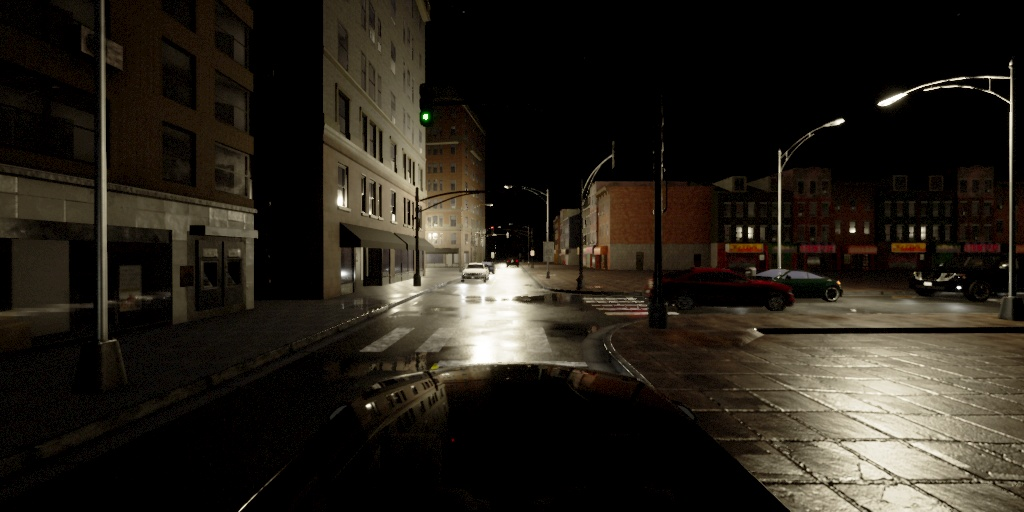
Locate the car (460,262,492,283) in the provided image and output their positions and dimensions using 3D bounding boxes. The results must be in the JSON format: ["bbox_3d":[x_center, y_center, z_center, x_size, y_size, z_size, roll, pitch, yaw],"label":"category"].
[{"bbox_3d":[-2.850,1.276,28.483,1.812,1.442,4.674,0,0,0],"label":"car"}]

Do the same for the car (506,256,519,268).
[{"bbox_3d":[0.093,0.988,61.371,2.150,2.045,5.566,0,0,0],"label":"car"}]

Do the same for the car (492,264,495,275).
[{"bbox_3d":[-2.839,1.317,38.829,1.994,1.385,4.181,0,0,0],"label":"car"}]

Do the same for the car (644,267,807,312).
[{"bbox_3d":[7.645,1.197,13.484,5.008,1.535,1.882,0,1,5],"label":"car"}]

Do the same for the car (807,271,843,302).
[{"bbox_3d":[12.046,1.260,15.972,4.181,1.385,1.994,0,0,0],"label":"car"}]

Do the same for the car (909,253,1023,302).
[{"bbox_3d":[21.323,0.883,16.021,5.566,2.045,2.150,0,0,0],"label":"car"}]
